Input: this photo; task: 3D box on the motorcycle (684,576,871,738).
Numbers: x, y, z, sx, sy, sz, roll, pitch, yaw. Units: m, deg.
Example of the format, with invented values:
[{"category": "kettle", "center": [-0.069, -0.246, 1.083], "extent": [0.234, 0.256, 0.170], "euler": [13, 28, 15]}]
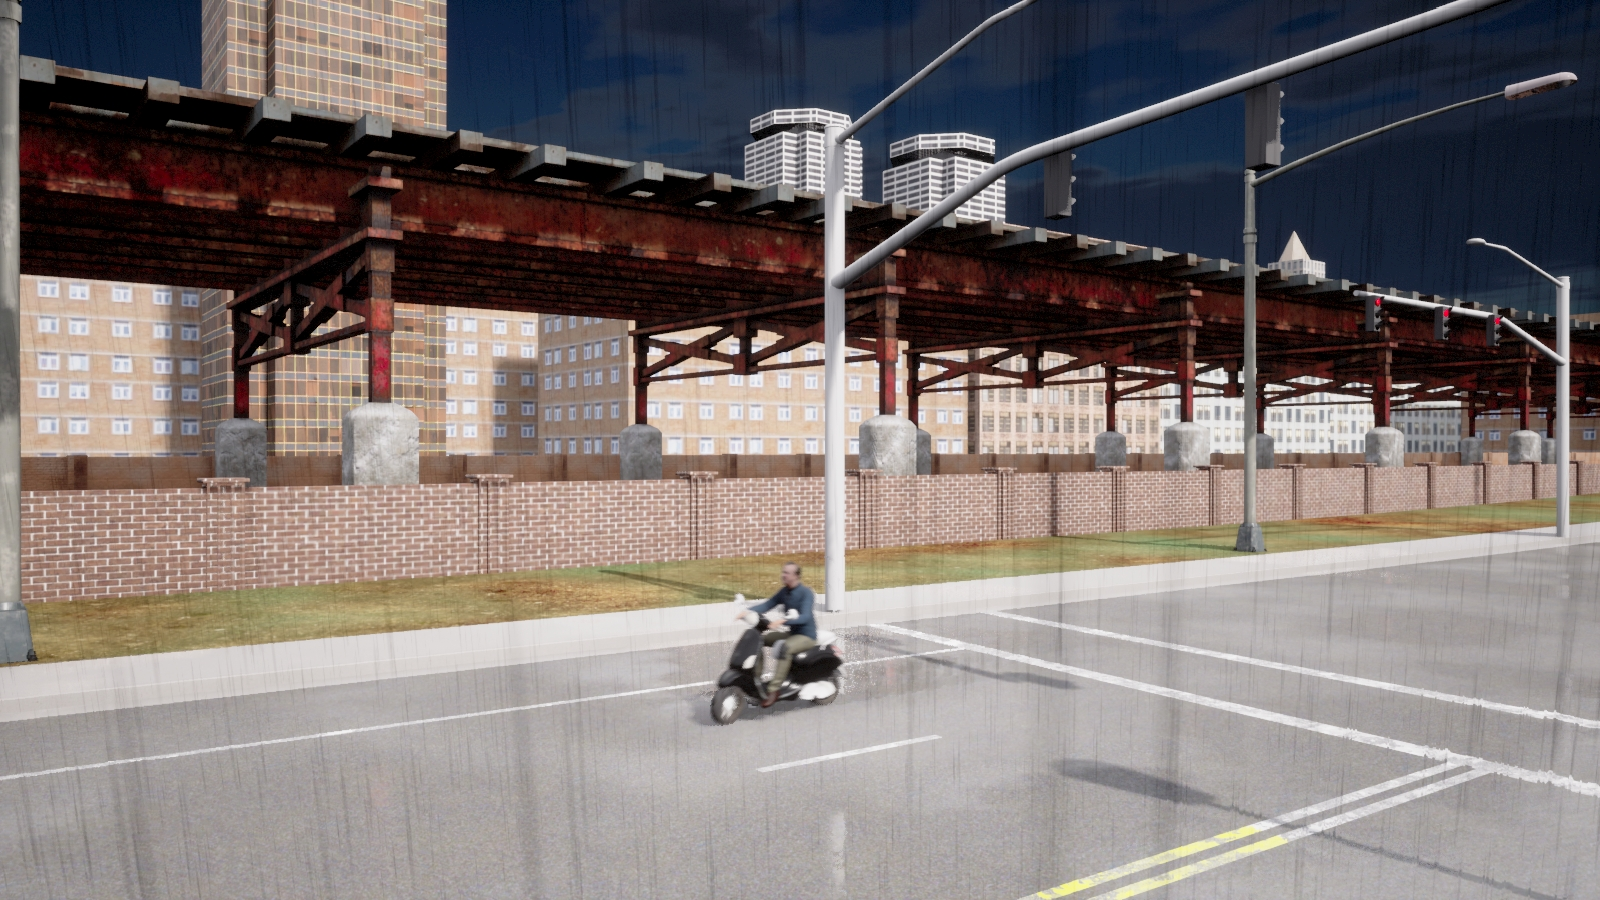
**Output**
[{"category": "motorcycle", "center": [-0.222, 2.129, 12.096], "extent": [1.805, 1.341, 0.856], "euler": [0, 3, -40]}]
